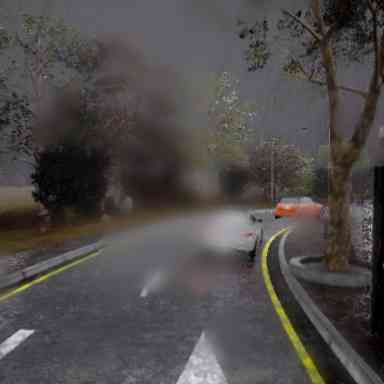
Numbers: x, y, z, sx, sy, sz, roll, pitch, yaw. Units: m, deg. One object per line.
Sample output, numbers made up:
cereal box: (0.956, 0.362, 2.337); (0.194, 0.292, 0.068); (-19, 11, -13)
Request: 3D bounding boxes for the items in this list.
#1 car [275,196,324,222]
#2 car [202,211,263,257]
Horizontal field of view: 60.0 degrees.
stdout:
car: (7.928, 1.086, 24.311); (2.097, 1.767, 4.553); (2, 2, 42)
car: (1.639, 1.430, 12.603); (1.812, 1.442, 4.674); (1, 1, 16)
